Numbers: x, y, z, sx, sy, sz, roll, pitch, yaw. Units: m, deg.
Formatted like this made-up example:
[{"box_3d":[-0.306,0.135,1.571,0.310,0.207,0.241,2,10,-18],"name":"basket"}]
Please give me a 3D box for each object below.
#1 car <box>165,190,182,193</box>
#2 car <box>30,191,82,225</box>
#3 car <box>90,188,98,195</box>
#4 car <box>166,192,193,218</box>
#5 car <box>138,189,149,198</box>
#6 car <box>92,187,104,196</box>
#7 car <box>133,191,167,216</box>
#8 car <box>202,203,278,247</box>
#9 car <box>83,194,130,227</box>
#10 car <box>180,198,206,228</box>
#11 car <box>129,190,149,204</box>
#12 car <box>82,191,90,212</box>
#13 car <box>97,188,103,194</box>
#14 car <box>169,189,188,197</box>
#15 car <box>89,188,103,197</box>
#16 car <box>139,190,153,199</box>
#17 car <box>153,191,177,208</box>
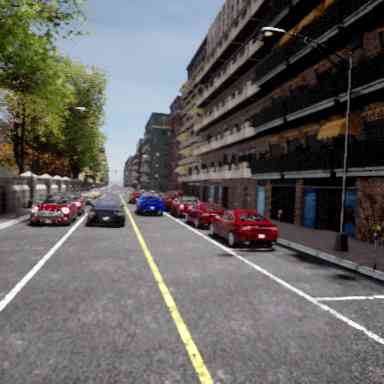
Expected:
[{"box_3d":[-1.716,0.825,30.854,2.192,1.841,5.009,2,1,-13],"name":"car"},{"box_3d":[-7.349,0.856,17.998,1.967,1.590,4.097,2,1,-13],"name":"car"},{"box_3d":[-11.148,0.576,34.453,2.008,1.369,4.403,2,1,-13],"name":"car"},{"box_3d":[-0.456,1.080,25.372,1.967,1.590,4.097,2,1,-13],"name":"car"},{"box_3d":[-9.354,0.262,63.933,1.752,1.417,4.829,2,1,-13],"name":"car"},{"box_3d":[-17.435,-0.084,61.711,1.752,1.417,4.829,2,1,-13],"name":"car"},{"box_3d":[-3.437,0.962,26.670,1.882,1.535,5.008,2,0,-13],"name":"car"},{"box_3d":[2.069,1.445,14.404,1.887,1.381,4.507,2,1,-13],"name":"car"},{"box_3d":[-4.752,1.091,18.680,1.994,1.385,4.181,2,1,-13],"name":"car"},{"box_3d":[0.803,1.314,19.889,1.887,1.381,4.507,2,1,-13],"name":"car"},{"box_3d":[-6.822,0.664,41.200,1.812,1.442,4.674,2,1,-12],"name":"car"},{"box_3d":[-8.614,0.726,23.481,1.967,1.590,4.097,2,1,-13],"name":"car"},{"box_3d":[-14.904,0.169,50.741,1.752,1.417,4.829,2,1,-13],"name":"car"},{"box_3d":[-3.776,0.235,92.753,5.009,1.841,2.192,4,0,-13],"name":"car"},{"box_3d":[-16.208,0.063,56.392,2.008,1.369,4.403,2,1,-13],"name":"car"},{"box_3d":[-8.052,0.432,58.283,1.947,1.339,4.313,2,1,-13],"name":"car"},{"box_3d":[-2.987,0.819,36.342,1.967,1.590,4.097,2,1,-13],"name":"car"}]
